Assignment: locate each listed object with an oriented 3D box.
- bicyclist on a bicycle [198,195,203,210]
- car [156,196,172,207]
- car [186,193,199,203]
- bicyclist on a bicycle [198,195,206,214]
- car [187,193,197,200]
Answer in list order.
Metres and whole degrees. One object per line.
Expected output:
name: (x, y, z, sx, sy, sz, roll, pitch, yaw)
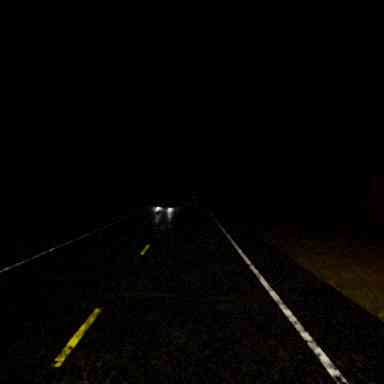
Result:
bicyclist on a bicycle: (0.964, 1.180, 38.056, 0.582, 1.620, 1.656, 0, 0, 0)
car: (-3.586, 1.207, 43.887, 1.812, 1.442, 4.674, 0, 0, 0)
car: (0.095, 1.065, 56.982, 2.128, 1.511, 4.902, 0, 1, 0)
bicyclist on a bicycle: (0.964, 1.163, 29.470, 0.659, 1.776, 1.843, 0, 1, 0)
car: (-0.001, 0.961, 73.986, 2.033, 1.411, 5.357, 0, 1, 0)
